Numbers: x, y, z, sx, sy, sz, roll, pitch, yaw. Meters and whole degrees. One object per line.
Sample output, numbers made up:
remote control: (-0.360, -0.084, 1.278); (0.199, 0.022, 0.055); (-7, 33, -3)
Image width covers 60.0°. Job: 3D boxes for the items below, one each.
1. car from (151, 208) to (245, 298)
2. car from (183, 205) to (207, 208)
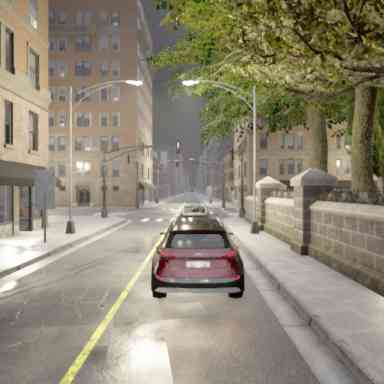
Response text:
car: (0.119, 1.424, 8.492); (2.033, 1.649, 4.856); (0, 0, 0)
car: (0.141, 1.492, 18.339); (1.837, 1.490, 4.892); (0, 0, 0)
